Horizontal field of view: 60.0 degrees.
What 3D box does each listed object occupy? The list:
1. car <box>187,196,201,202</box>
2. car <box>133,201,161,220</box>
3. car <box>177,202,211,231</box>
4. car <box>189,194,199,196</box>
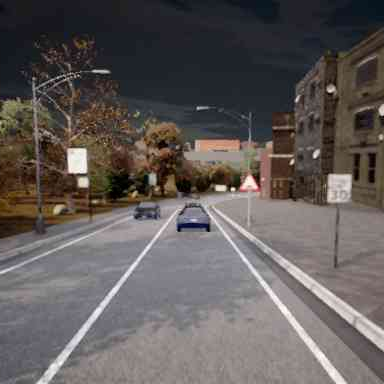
[{"bbox_3d":[0.141,1.528,40.599,1.895,1.301,4.718,0,0,1],"label":"car"},{"bbox_3d":[-3.607,1.496,27.750,2.033,1.411,5.357,0,0,0],"label":"car"},{"bbox_3d":[0.091,1.526,20.391,1.994,1.385,4.181,0,0,0],"label":"car"},{"bbox_3d":[0.340,1.086,69.998,1.994,1.385,4.181,2,2,15],"label":"car"}]
